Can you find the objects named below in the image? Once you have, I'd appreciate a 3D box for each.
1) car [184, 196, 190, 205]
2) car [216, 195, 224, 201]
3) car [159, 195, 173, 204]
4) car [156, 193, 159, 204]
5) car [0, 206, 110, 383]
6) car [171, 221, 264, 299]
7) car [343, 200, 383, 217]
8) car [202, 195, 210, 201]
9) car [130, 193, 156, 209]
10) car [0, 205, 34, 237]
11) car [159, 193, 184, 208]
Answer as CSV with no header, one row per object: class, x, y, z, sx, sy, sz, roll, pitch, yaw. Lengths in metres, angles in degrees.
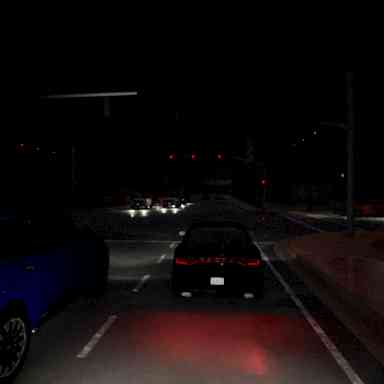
car,-2.139,1.350,58.536,2.097,1.767,4.553,0,0,5
car,7.078,1.549,84.746,1.994,1.385,4.181,0,0,5
car,-5.036,1.475,65.621,1.882,1.535,5.008,0,0,5
car,-5.900,1.219,55.576,2.150,2.045,5.566,0,0,5
car,-3.081,1.221,5.436,2.150,2.045,5.566,0,0,3
car,0.636,1.477,8.549,1.882,1.535,5.008,0,0,4
car,16.717,1.476,30.924,5.008,1.535,1.882,0,0,5
car,3.561,1.521,84.681,1.812,1.442,4.674,0,0,5
car,-6.767,1.220,45.265,2.150,2.045,5.566,0,0,3
car,-10.194,1.525,18.684,1.812,1.442,4.674,1,-1,-33
car,-2.940,1.219,48.879,2.150,2.045,5.566,0,0,4
